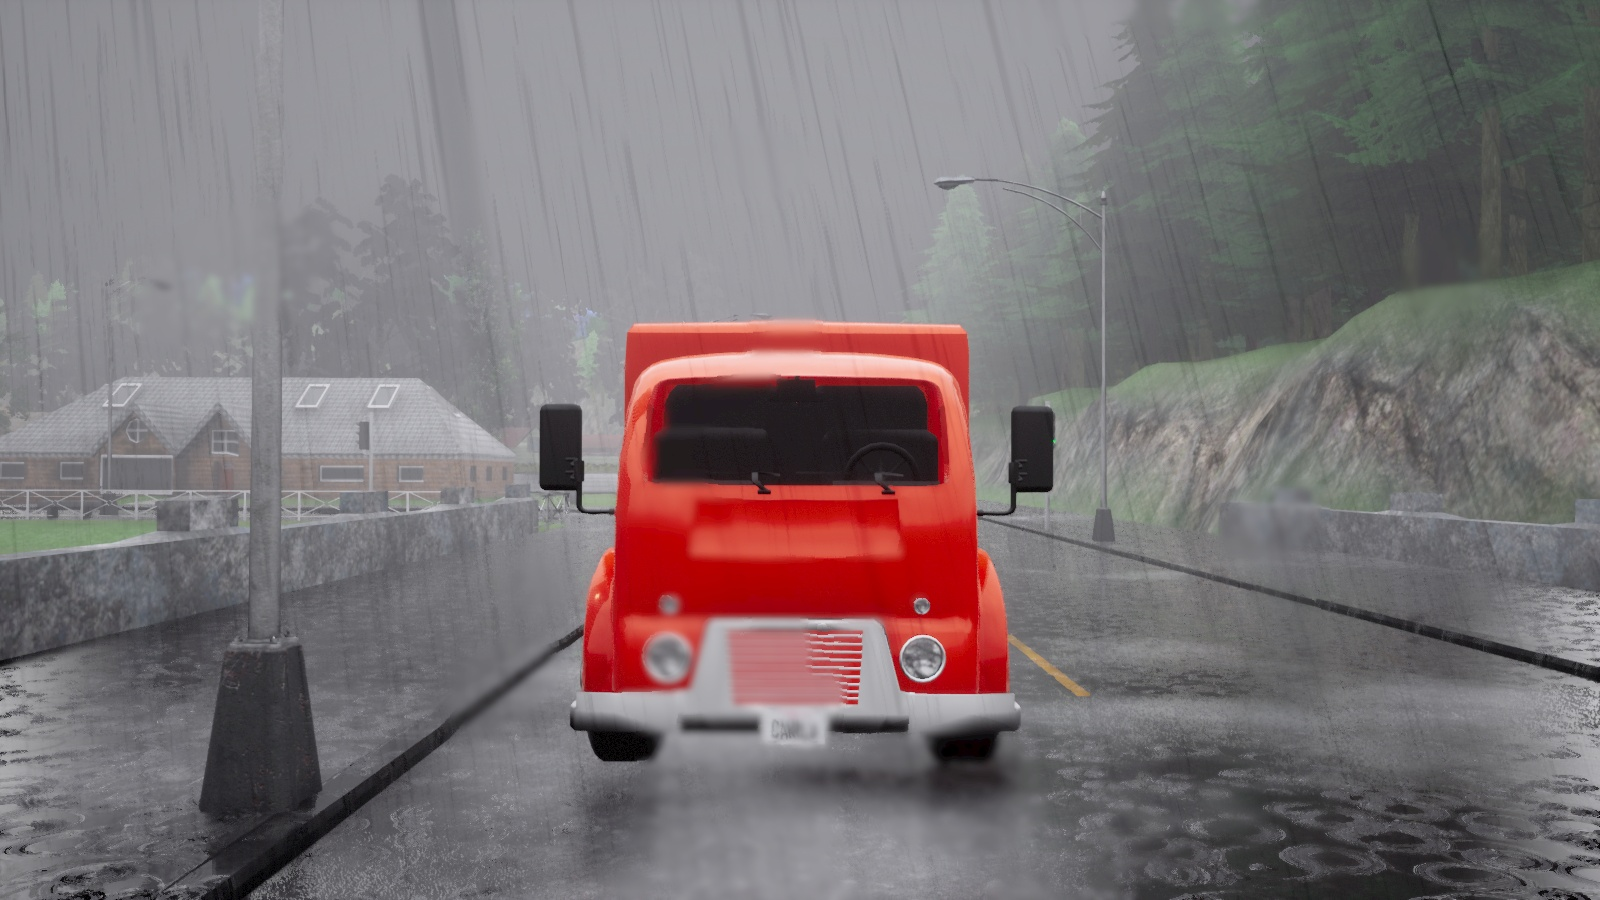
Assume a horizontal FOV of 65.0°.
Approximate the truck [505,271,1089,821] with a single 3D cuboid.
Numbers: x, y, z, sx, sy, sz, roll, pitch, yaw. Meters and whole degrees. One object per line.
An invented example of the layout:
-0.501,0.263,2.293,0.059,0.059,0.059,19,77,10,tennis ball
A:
-0.024,0.465,8.269,2.627,2.467,5.204,0,-1,0,truck
